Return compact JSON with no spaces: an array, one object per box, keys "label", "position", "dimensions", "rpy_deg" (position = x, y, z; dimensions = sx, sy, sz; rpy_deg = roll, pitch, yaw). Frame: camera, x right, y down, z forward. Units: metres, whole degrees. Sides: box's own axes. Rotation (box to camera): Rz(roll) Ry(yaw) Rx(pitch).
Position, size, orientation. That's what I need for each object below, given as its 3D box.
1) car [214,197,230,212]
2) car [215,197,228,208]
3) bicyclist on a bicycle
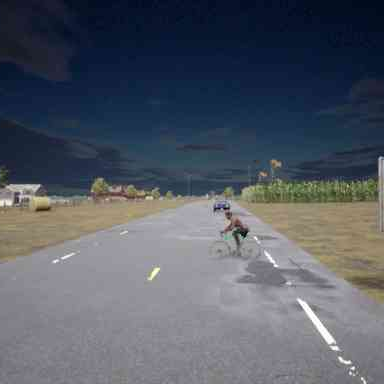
[{"label":"car","position":[3.540,1.617,39.450],"dimensions":[1.895,1.301,4.718],"rpy_deg":[0,0,5]},{"label":"car","position":[4.472,1.570,49.750],"dimensions":[1.837,1.490,4.892],"rpy_deg":[0,0,5]},{"label":"bicyclist on a bicycle","position":[1.373,1.453,10.760],"dimensions":[1.656,1.620,0.582],"rpy_deg":[-1,0,5]}]
